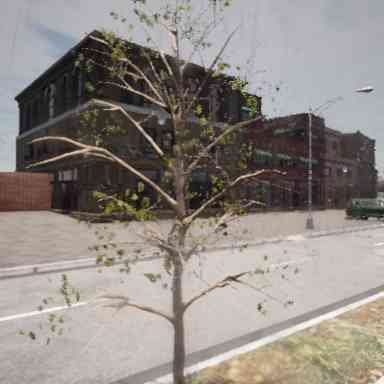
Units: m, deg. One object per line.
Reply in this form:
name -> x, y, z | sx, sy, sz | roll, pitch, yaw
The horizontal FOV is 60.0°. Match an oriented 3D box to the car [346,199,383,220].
car -> 17.564, 1.692, 31.407 | 2.435, 2.045, 5.566 | 2, -2, -43
